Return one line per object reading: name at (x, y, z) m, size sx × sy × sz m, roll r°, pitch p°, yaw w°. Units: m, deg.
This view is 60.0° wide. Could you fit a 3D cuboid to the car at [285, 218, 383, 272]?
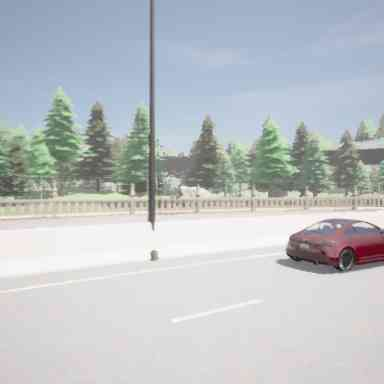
car at (5.043, 1.543, 10.675) m, size 4.181 × 1.385 × 1.994 m, roll 0°, pitch 0°, yaw -29°
